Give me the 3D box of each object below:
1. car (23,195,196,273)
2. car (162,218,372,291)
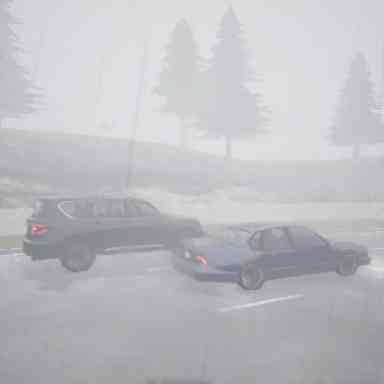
[{"bbox_3d":[-2.212,1.124,10.495,5.566,2.045,2.150,0,0,-30],"label":"car"},{"bbox_3d":[2.169,1.492,8.682,5.357,1.411,2.033,0,0,-25],"label":"car"}]
